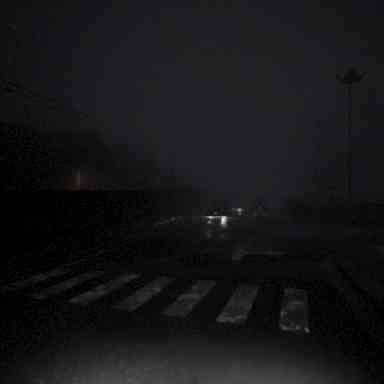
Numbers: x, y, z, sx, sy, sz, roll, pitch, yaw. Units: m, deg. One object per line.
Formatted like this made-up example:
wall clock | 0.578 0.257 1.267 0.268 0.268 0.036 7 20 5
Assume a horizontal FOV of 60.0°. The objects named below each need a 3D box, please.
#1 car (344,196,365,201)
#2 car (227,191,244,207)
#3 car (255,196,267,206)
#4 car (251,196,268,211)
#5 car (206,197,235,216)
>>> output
car | 25.836 1.371 53.826 1.812 1.442 4.674 0 0 -18
car | 6.279 0.865 48.011 2.150 2.045 5.566 0 0 12
car | 10.773 1.329 51.772 1.837 1.490 4.892 0 0 12
car | 8.028 1.482 39.296 1.895 1.301 4.718 0 0 13
car | 2.646 1.454 31.837 2.033 1.411 5.357 0 0 12
